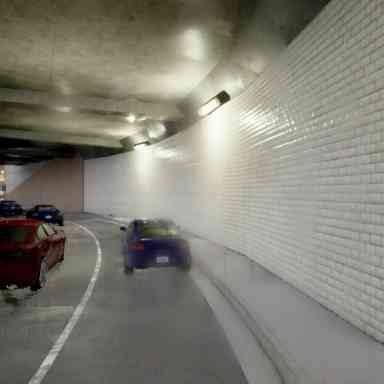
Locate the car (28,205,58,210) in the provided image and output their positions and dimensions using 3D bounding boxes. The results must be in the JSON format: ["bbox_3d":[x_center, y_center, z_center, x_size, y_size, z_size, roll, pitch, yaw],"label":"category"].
[{"bbox_3d":[-10.159,1.562,22.783,1.994,1.385,4.181,0,0,-32],"label":"car"}]

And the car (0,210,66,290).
[{"bbox_3d":[-4.670,1.478,8.917,1.882,1.535,5.008,0,0,-12],"label":"car"}]

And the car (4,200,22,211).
[{"bbox_3d":[-18.820,1.548,33.739,2.033,1.411,5.357,0,0,-42],"label":"car"}]

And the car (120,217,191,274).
[{"bbox_3d":[-1.261,1.525,10.550,1.812,1.442,4.674,0,0,-13],"label":"car"}]

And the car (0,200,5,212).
[{"bbox_3d":[-14.613,1.478,23.167,1.882,1.535,5.008,0,-1,-36],"label":"car"}]
